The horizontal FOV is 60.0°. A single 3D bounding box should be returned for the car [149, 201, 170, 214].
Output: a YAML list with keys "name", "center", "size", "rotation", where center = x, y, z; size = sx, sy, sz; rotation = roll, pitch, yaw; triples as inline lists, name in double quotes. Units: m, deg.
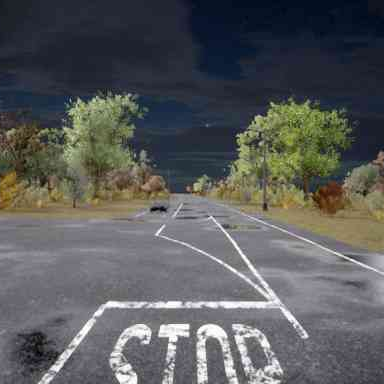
- name: "car"
  center: [-3.462, 1.630, 36.045]
  size: [1.895, 1.301, 4.718]
  rotation: [0, 0, 0]
